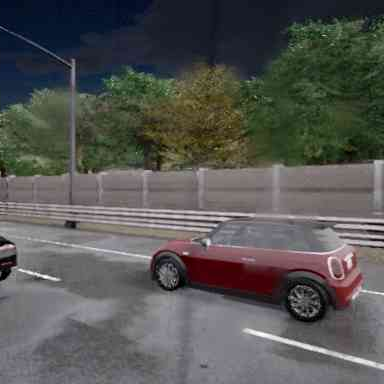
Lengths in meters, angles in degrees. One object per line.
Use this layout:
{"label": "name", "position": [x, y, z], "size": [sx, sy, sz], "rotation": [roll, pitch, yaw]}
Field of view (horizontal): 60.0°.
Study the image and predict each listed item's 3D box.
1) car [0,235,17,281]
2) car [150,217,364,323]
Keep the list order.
{"label": "car", "position": [-6.414, 1.478, 8.566], "size": [4.902, 1.511, 2.128], "rotation": [0, 0, 36]}
{"label": "car", "position": [1.205, 1.348, 7.432], "size": [4.553, 1.767, 2.097], "rotation": [0, 0, 35]}
